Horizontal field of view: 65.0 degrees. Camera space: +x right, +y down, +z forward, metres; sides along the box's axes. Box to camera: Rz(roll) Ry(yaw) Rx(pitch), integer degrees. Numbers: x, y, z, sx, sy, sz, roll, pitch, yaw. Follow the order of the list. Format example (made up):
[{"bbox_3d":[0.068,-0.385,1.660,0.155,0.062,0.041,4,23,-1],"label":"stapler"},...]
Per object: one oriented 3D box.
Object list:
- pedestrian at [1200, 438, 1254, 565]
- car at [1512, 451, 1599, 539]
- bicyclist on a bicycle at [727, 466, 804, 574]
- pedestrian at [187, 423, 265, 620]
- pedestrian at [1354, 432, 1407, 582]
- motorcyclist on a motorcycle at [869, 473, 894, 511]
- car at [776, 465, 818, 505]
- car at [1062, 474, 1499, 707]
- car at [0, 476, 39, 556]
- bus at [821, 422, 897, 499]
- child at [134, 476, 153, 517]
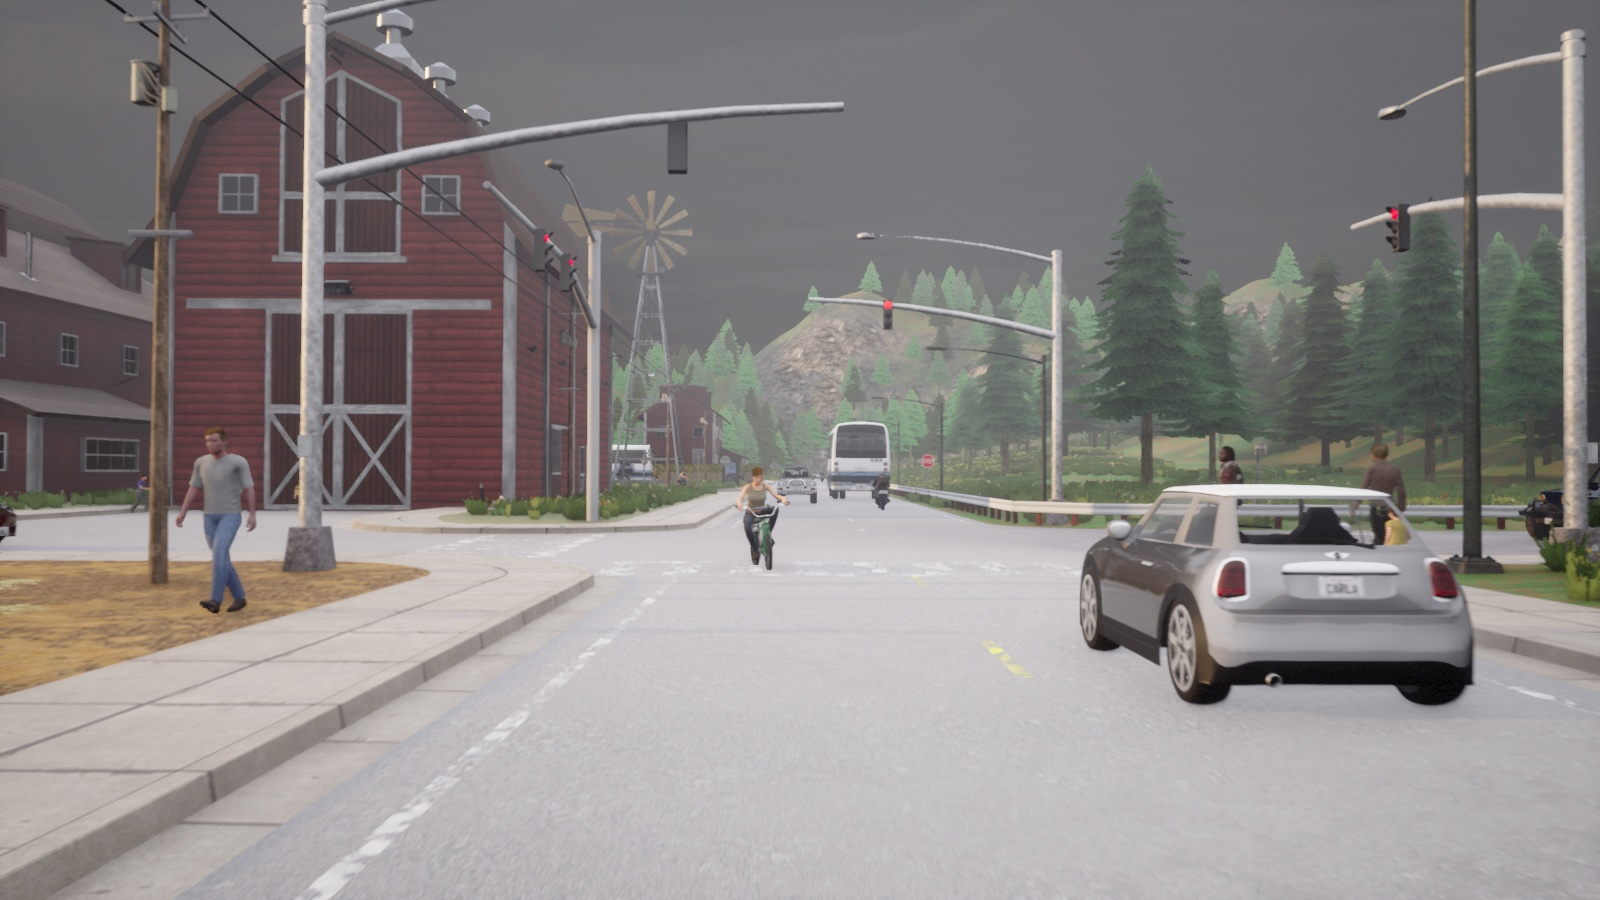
[{"bbox_3d":[6.566,0.785,19.333,0.666,1.930,0.402,0,-1,-1],"label":"pedestrian"},{"bbox_3d":[18.272,0.977,27.864,3.866,1.878,1.905,0,-1,-1],"label":"car"},{"bbox_3d":[-0.566,1.075,19.902,0.866,1.612,1.509,-2,0,-13],"label":"bicyclist on a bicycle"},{"bbox_3d":[-5.519,0.674,12.094,0.354,1.836,0.706,0,-1,8],"label":"pedestrian"},{"bbox_3d":[7.293,0.705,15.788,0.331,1.846,0.634,0,-1,-4],"label":"pedestrian"},{"bbox_3d":[3.374,1.706,51.955,0.866,1.530,2.191,0,-1,0],"label":"motorcyclist on a motorcycle"},{"bbox_3d":[-0.147,1.642,60.353,1.932,1.855,4.605,0,-1,0],"label":"car"},{"bbox_3d":[3.476,0.933,9.952,1.970,1.475,3.806,0,-1,0],"label":"car"},{"bbox_3d":[-17.371,1.250,23.626,4.792,1.488,2.163,0,-1,-1],"label":"car"},{"bbox_3d":[3.315,0.663,74.000,3.944,4.253,10.273,0,-1,0],"label":"bus"},{"bbox_3d":[-20.340,1.442,38.893,0.437,1.263,0.270,0,-1,-2],"label":"child"}]
